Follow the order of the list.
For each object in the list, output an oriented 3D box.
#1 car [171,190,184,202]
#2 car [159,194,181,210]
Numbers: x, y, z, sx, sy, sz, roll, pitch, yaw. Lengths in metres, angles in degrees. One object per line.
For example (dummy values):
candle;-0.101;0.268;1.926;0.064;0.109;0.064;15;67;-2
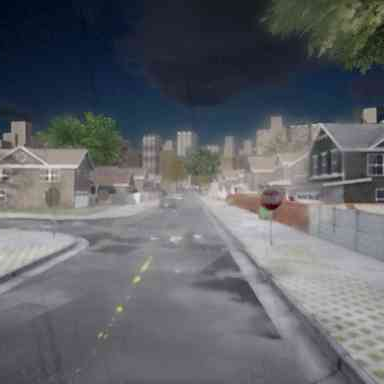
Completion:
car;-2.745;0.736;62.763;2.150;2.045;5.566;0;1;0
car;-2.746;1.288;38.487;2.128;1.511;4.902;0;0;0
